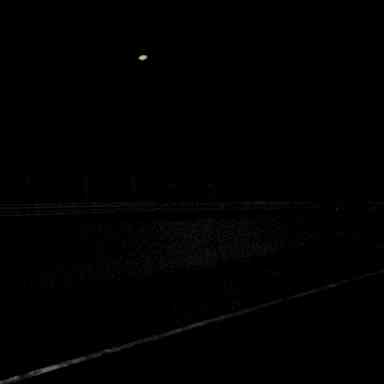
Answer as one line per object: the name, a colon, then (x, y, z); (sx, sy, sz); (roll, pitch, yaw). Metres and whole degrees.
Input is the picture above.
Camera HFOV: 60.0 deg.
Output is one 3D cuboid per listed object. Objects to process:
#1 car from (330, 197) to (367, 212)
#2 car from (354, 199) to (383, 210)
car: (18.062, 1.580, 37.849); (5.566, 2.045, 2.150); (1, -1, -35)
car: (19.357, 1.820, 34.479); (5.008, 1.535, 1.882); (1, -1, -35)
